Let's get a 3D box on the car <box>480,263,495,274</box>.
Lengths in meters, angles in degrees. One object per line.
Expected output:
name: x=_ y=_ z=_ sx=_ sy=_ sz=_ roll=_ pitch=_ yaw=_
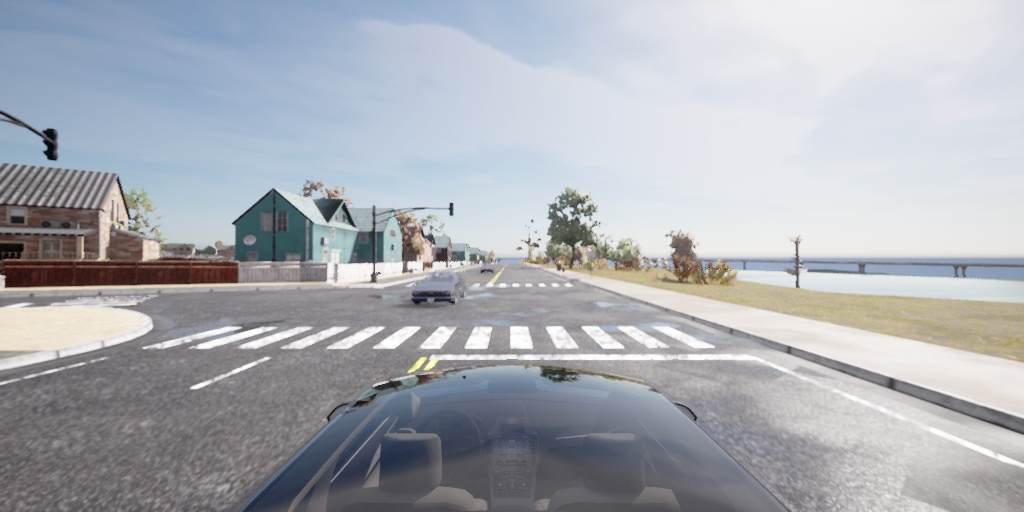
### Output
car: x=-3.404 y=1.758 z=50.436 sx=2.033 sy=1.411 sz=5.357 roll=0 pitch=-1 yaw=0

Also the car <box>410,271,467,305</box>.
car: x=-3.297 y=1.442 z=17.208 sx=2.033 sy=1.411 sz=5.357 roll=0 pitch=-1 yaw=0
